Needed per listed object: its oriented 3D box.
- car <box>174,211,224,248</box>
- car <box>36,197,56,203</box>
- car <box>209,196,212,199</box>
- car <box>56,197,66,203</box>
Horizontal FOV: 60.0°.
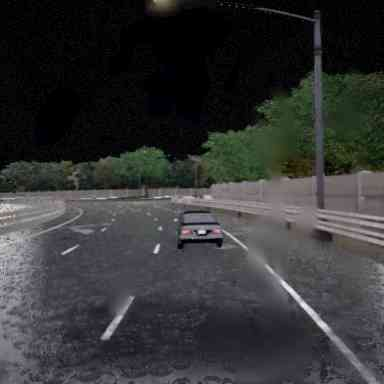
[{"bbox_3d":[0.212,1.535,14.846,2.033,1.411,5.357,-1,0,-3],"label":"car"},{"bbox_3d":[-35.143,2.149,79.894,1.994,1.385,4.181,-1,0,-44],"label":"car"},{"bbox_3d":[6.262,1.332,90.349,4.892,1.490,1.837,-1,0,-43],"label":"car"},{"bbox_3d":[-32.948,2.100,82.632,4.181,1.385,1.994,-1,0,44],"label":"car"}]
